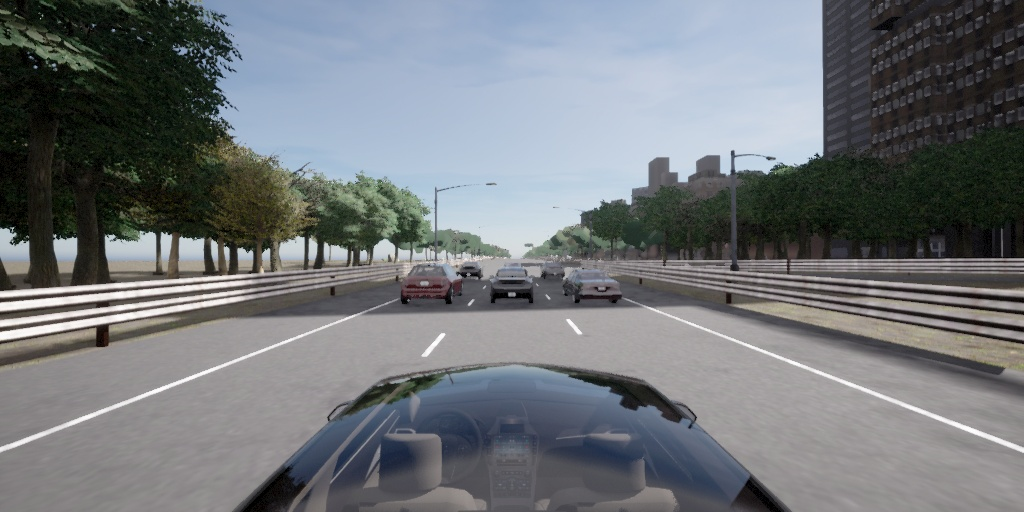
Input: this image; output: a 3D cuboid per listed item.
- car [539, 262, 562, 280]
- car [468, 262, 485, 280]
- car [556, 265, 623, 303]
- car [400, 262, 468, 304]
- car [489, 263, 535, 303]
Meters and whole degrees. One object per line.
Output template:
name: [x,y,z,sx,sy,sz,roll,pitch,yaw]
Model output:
car: [3.500,1.241,31.500,2.128,1.511,4.902,0,0,0]
car: [-3.500,1.262,31.500,1.837,1.490,4.892,0,0,0]
car: [3.500,1.313,16.500,2.033,1.411,5.357,0,0,0]
car: [-3.500,1.116,16.470,2.097,1.767,4.553,0,0,0]
car: [0.000,1.266,16.500,1.837,1.490,4.892,0,0,0]
